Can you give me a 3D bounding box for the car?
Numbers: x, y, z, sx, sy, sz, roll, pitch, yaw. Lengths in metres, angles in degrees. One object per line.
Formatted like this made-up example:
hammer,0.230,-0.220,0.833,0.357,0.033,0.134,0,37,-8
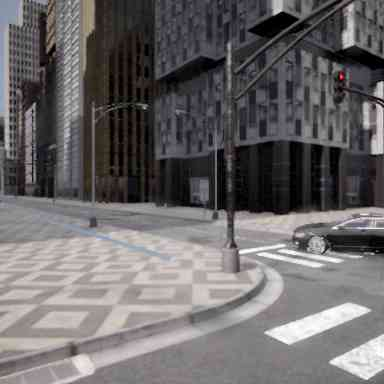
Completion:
car,6.184,1.524,12.013,4.902,1.511,2.128,0,2,23
